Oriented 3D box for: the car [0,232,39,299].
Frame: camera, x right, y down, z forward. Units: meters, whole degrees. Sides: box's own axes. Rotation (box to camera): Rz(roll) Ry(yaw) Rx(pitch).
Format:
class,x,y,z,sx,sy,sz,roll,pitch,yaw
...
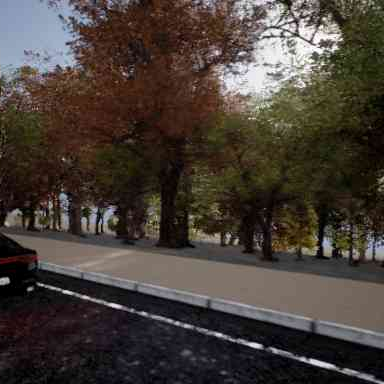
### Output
class,x,y,z,sx,sy,sz,roll,pitch,yaw
car,-5.538,1.532,7.637,5.008,1.535,1.882,0,0,36
